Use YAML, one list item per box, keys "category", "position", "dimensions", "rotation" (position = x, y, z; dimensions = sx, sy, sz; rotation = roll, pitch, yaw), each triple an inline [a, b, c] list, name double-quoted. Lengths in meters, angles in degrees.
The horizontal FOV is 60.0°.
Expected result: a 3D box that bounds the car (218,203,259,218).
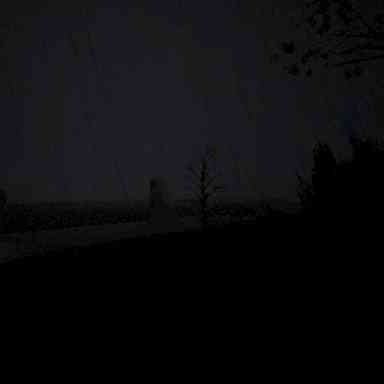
- category: "car"
  position: [4.310, 1.675, 29.780]
  dimensions: [1.895, 1.301, 4.718]
  rotation: [0, 0, 35]
